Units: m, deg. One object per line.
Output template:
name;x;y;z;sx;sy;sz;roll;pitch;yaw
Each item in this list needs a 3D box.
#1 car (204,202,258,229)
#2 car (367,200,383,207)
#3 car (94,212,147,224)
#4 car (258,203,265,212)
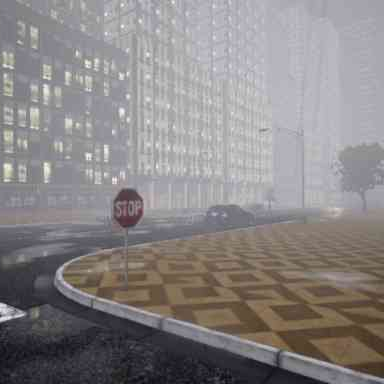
car;2.834;1.691;25.015;2.097;1.767;4.553;-1;-1;36
car;46.126;3.080;83.742;1.994;1.385;4.181;-1;-1;36
car;-6.241;2.011;29.299;1.895;1.301;4.718;-1;-1;36
car;9.252;2.324;50.193;2.128;1.511;4.902;-1;-2;37
